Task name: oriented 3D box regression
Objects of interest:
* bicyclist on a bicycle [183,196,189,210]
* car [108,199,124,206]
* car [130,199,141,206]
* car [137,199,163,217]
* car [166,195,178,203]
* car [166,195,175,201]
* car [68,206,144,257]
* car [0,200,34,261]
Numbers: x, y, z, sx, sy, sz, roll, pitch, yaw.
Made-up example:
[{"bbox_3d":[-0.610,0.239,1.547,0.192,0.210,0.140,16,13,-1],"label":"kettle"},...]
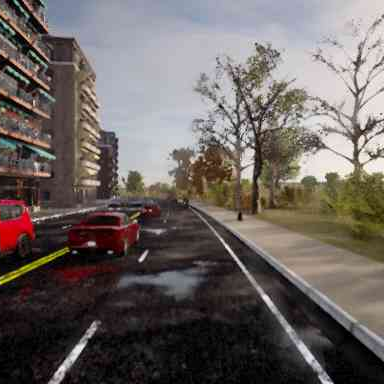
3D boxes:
[{"bbox_3d":[-0.597,1.647,45.055,0.582,1.620,1.656,0,0,-4],"label":"bicyclist on a bicycle"},{"bbox_3d":[-11.824,1.782,52.160,2.033,1.411,5.357,0,0,-4],"label":"car"},{"bbox_3d":[-8.588,1.779,52.465,2.033,1.411,5.357,0,0,-4],"label":"car"},{"bbox_3d":[-3.980,1.712,33.006,1.994,1.385,4.181,0,0,-3],"label":"car"},{"bbox_3d":[-4.277,1.861,76.654,2.033,1.411,5.357,0,0,-7],"label":"car"},{"bbox_3d":[-5.895,1.665,90.435,1.882,1.535,5.008,0,0,-8],"label":"car"},{"bbox_3d":[-3.305,1.540,13.260,1.882,1.535,5.008,0,0,-1],"label":"car"},{"bbox_3d":[-6.689,1.269,9.649,2.150,2.045,5.566,0,0,-1],"label":"car"}]
